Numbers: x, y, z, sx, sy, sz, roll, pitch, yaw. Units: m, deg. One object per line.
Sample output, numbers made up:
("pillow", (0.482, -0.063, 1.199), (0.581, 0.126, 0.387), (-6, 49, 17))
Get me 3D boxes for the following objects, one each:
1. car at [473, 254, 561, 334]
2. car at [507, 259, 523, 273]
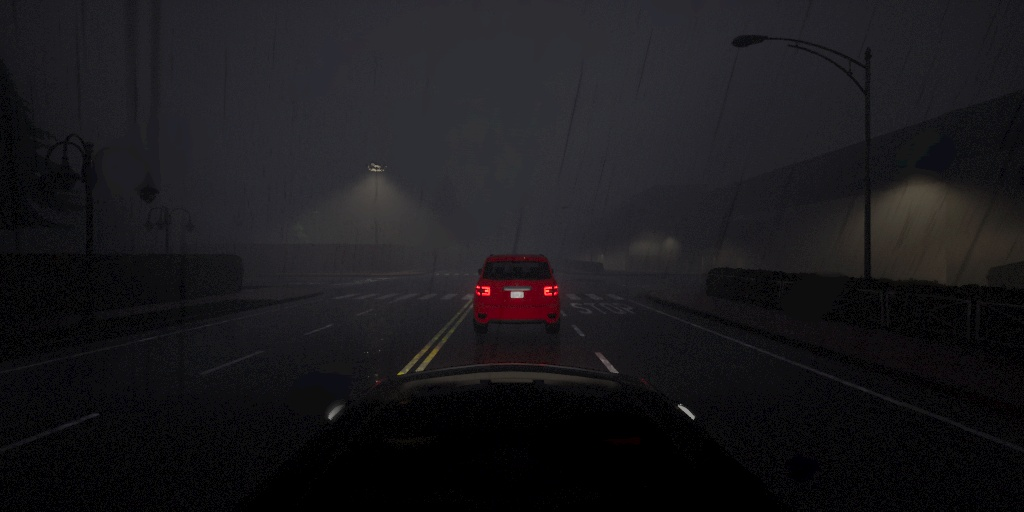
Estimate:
("car", (0.124, 0.971, 10.785), (2.150, 2.045, 5.566), (0, 0, 0))
("car", (0.367, 1.223, 45.637), (1.882, 1.535, 5.008), (0, 0, 1))
